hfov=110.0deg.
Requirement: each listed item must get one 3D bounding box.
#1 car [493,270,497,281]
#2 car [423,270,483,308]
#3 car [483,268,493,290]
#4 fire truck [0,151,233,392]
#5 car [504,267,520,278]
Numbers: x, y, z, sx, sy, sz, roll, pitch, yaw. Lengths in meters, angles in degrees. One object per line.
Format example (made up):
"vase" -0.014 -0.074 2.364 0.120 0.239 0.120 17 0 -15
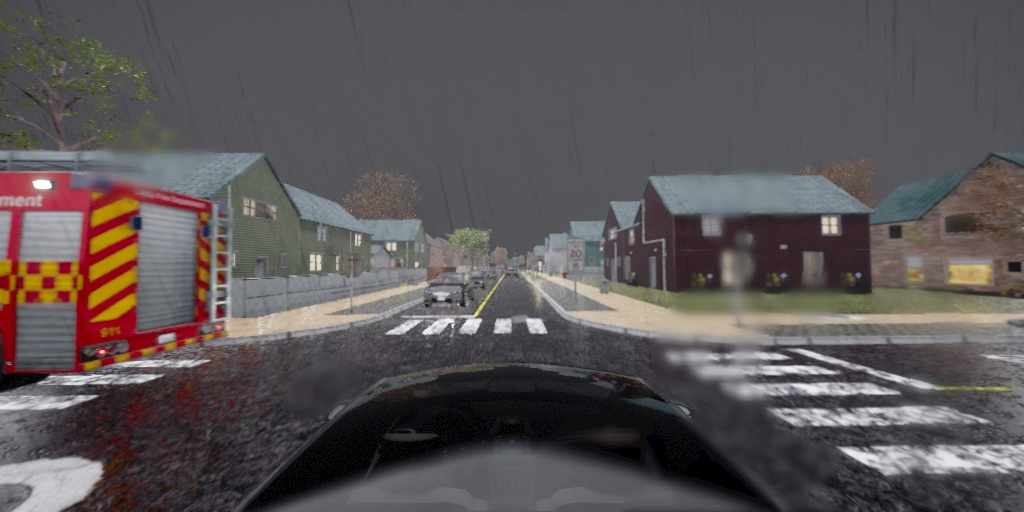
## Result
"car" -2.833 2.152 42.143 1.994 1.385 4.181 0 -1 1
"car" -2.901 1.572 17.478 2.128 1.511 4.902 0 -1 2
"car" -2.857 1.839 28.229 2.033 1.411 5.357 0 -1 0
"fire truck" -10.408 0.228 6.537 8.468 3.827 2.891 0 -2 -2
"car" -0.008 2.222 48.571 1.837 1.490 4.892 0 -1 0
